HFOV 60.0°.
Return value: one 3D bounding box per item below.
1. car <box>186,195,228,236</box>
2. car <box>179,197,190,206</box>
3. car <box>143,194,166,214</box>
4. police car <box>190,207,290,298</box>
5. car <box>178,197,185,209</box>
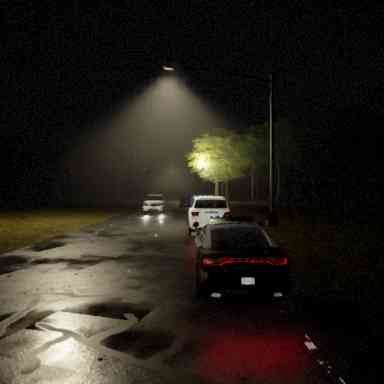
[{"bbox_3d":[0.898,1.242,18.625,2.150,2.045,5.566,0,0,-1],"label":"car"},{"bbox_3d":[-1.336,1.618,59.853,1.837,1.490,4.892,-1,0,-3],"label":"car"},{"bbox_3d":[-4.047,1.273,36.221,2.150,2.045,5.566,0,0,-2],"label":"car"},{"bbox_3d":[1.006,1.427,8.679,1.930,1.638,5.238,0,0,0],"label":"police car"},{"bbox_3d":[-0.794,1.639,46.152,1.994,1.385,4.181,0,0,-1],"label":"car"}]
